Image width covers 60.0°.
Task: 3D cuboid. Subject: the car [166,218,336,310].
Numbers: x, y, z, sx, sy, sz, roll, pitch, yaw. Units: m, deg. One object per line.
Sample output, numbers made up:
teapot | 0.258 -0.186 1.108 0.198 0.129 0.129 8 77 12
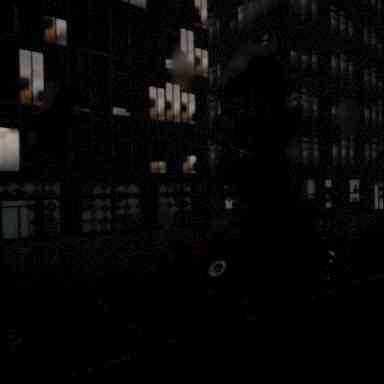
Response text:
car | 1.398 1.375 7.565 4.097 1.590 1.967 -1 0 -35
